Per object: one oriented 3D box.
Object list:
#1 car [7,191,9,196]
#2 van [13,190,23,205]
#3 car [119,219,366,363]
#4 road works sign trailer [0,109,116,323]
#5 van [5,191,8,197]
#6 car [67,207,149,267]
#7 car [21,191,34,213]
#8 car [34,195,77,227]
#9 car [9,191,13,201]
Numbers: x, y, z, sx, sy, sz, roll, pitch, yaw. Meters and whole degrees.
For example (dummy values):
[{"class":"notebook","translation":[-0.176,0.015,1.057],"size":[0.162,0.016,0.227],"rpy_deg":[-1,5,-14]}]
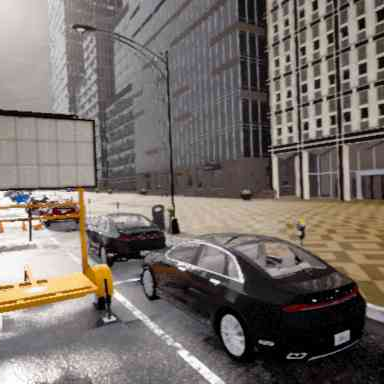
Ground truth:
[{"class":"car","translation":[-30.844,0.772,58.354],"size":[1.752,1.417,4.829],"rpy_deg":[-2,1,-31]},{"class":"van","translation":[-22.226,0.738,43.841],"size":[1.690,1.788,3.998],"rpy_deg":[-2,1,-31]},{"class":"car","translation":[0.537,1.350,5.542],"size":[2.008,1.369,4.403],"rpy_deg":[-2,1,-31]},{"class":"road works sign trailer","translation":[-2.977,0.361,6.076],"size":[2.380,3.560,2.880],"rpy_deg":[-3,2,-31]},{"class":"van","translation":[-36.451,0.491,67.781],"size":[1.690,1.788,3.998],"rpy_deg":[-2,1,-31]},{"class":"car","translation":[-2.307,1.299,10.328],"size":[2.008,1.369,4.403],"rpy_deg":[-2,1,-31]},{"class":"car","translation":[-13.690,0.986,29.479],"size":[1.967,1.590,4.097],"rpy_deg":[-2,1,-31]},{"class":"car","translation":[-8.000,1.087,19.902],"size":[1.967,1.590,4.097],"rpy_deg":[-2,1,-31]},{"class":"car","translation":[-27.911,0.879,53.421],"size":[1.802,1.307,4.206],"rpy_deg":[-2,1,-31]}]
